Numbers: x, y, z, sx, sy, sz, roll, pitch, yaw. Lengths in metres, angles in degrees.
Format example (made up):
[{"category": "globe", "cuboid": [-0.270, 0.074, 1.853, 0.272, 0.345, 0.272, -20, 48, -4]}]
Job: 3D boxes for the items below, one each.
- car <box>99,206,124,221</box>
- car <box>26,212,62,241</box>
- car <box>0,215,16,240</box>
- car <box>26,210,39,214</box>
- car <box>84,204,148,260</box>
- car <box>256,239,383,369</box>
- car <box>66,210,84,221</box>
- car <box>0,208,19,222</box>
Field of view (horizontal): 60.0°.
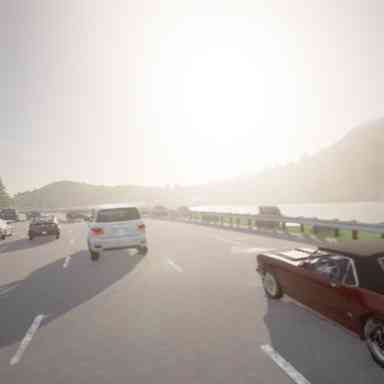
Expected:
[{"category": "car", "cuboid": [-9.582, 2.511, 39.512, 1.812, 1.442, 4.674, -3, -1, -27]}, {"category": "car", "cuboid": [-9.964, 2.369, 22.669, 2.128, 1.511, 4.902, -4, -1, -21]}, {"category": "car", "cuboid": [-14.469, 2.732, 24.384, 1.812, 1.442, 4.674, -4, -1, -22]}, {"category": "car", "cuboid": [-25.785, 3.740, 54.167, 1.837, 1.490, 4.892, -2, -2, -34]}, {"category": "car", "cuboid": [-3.390, 1.574, 14.491, 2.150, 2.045, 5.566, -3, -1, -18]}, {"category": "car", "cuboid": [2.783, 1.450, 5.464, 1.895, 1.301, 4.718, -4, 0, -14]}, {"category": "car", "cuboid": [-14.927, 2.986, 42.748, 1.895, 1.301, 4.718, -4, -1, -28]}, {"category": "car", "cuboid": [-27.539, 3.549, 50.166, 2.150, 2.045, 5.566, -4, 0, -32]}]
